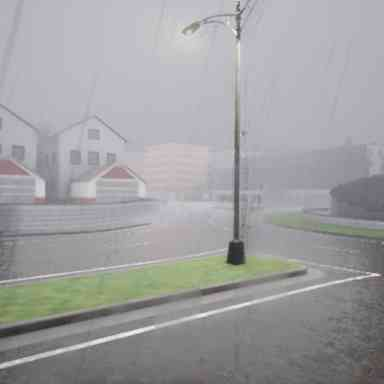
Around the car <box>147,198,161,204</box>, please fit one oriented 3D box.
[{"bbox_3d":[-8.174,1.861,65.790,2.033,1.411,5.357,1,0,-37],"label":"car"}]
